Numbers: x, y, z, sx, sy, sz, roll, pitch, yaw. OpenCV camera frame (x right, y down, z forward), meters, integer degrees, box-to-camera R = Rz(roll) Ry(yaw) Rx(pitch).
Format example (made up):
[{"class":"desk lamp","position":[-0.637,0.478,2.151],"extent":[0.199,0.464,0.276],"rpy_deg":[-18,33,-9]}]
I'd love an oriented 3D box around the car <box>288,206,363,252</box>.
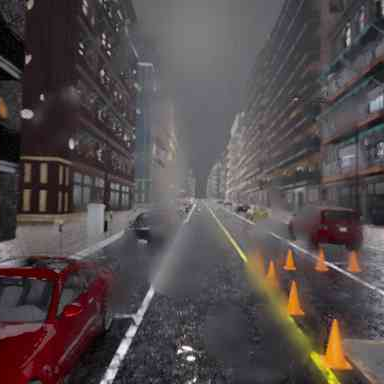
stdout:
[{"class":"car","position":[5.980,1.580,15.429],"extent":[2.192,1.841,5.009],"rpy_deg":[3,0,1]}]

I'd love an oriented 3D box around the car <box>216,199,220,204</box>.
[{"class":"car","position":[7.620,2.558,89.042],"extent":[1.947,1.339,4.313],"rpy_deg":[3,-1,1]}]

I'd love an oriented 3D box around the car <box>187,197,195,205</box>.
[{"class":"car","position":[-1.017,2.035,55.251],"extent":[1.887,1.381,4.507],"rpy_deg":[3,0,1]}]

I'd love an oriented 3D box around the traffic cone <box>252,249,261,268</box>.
[{"class":"traffic cone","position":[2.092,2.096,10.556],"extent":[0.340,0.580,0.340],"rpy_deg":[1,-1,1]}]

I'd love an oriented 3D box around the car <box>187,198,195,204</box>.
[{"class":"car","position":[-0.255,2.384,89.226],"extent":[2.008,1.369,4.403],"rpy_deg":[3,-1,1]}]

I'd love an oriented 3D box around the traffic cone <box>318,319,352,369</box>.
[{"class":"traffic cone","position":[1.957,2.038,4.558],"extent":[0.340,0.580,0.340],"rpy_deg":[1,-1,1]}]

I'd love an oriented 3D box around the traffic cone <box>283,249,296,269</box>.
[{"class":"traffic cone","position":[3.092,2.116,10.534],"extent":[0.340,0.580,0.340],"rpy_deg":[1,-1,1]}]

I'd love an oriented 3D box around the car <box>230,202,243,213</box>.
[{"class":"car","position":[6.603,2.105,43.741],"extent":[1.947,1.339,4.313],"rpy_deg":[3,0,1]}]

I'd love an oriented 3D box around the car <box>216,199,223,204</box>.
[{"class":"car","position":[7.746,2.633,94.703],"extent":[1.802,1.307,4.206],"rpy_deg":[3,-1,1]}]

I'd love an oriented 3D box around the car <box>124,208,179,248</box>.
[{"class":"car","position":[-1.909,1.671,15.610],"extent":[1.947,1.339,4.313],"rpy_deg":[3,0,1]}]

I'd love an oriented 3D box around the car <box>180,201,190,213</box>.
[{"class":"car","position":[-1.527,1.821,32.599],"extent":[2.008,1.369,4.403],"rpy_deg":[3,0,1]}]

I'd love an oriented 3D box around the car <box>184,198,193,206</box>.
[{"class":"car","position":[-0.639,2.185,72.068],"extent":[1.752,1.417,4.829],"rpy_deg":[3,-1,1]}]

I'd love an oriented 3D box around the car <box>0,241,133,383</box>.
[{"class":"car","position":[-2.164,1.578,4.284],"extent":[1.802,1.307,4.206],"rpy_deg":[3,0,1]}]

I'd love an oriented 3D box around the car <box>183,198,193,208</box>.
[{"class":"car","position":[-1.272,1.925,43.925],"extent":[1.887,1.381,4.507],"rpy_deg":[3,0,1]}]

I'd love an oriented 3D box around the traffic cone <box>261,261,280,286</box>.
[{"class":"traffic cone","position":[2.047,2.076,8.556],"extent":[0.340,0.580,0.340],"rpy_deg":[1,-1,1]}]

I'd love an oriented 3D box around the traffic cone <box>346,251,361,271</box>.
[{"class":"traffic cone","position":[5.089,2.156,10.488],"extent":[0.340,0.580,0.340],"rpy_deg":[1,-1,1]}]

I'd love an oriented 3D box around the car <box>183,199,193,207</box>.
[{"class":"car","position":[-0.766,2.127,66.405],"extent":[1.752,1.417,4.829],"rpy_deg":[3,-1,1]}]

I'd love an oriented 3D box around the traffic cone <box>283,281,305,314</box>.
[{"class":"traffic cone","position":[2.002,2.057,6.557],"extent":[0.340,0.580,0.340],"rpy_deg":[1,-1,1]}]

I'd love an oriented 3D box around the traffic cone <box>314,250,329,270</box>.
[{"class":"traffic cone","position":[4.090,2.136,10.511],"extent":[0.340,0.580,0.340],"rpy_deg":[1,-1,1]}]

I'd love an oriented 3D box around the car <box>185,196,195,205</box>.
[{"class":"car","position":[-0.496,2.034,77.903],"extent":[2.192,1.841,5.009],"rpy_deg":[3,-1,1]}]

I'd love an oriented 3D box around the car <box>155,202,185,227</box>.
[{"class":"car","position":[-1.775,1.601,21.274],"extent":[1.967,1.590,4.097],"rpy_deg":[3,0,1]}]

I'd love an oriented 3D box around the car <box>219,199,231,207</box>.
[{"class":"car","position":[7.112,2.313,66.391],"extent":[2.008,1.369,4.403],"rpy_deg":[3,-1,1]}]

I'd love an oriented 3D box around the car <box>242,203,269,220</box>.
[{"class":"car","position":[6.355,1.956,32.586],"extent":[1.752,1.417,4.829],"rpy_deg":[3,0,1]}]
